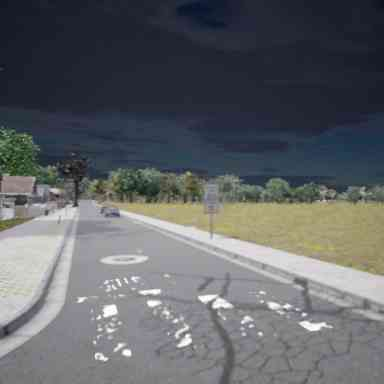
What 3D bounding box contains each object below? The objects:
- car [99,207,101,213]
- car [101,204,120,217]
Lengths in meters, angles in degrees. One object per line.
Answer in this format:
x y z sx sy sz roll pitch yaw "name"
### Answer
-14.361 2.859 55.810 1.837 1.490 4.892 0 -1 -18 "car"
-11.005 2.658 45.684 2.033 1.411 5.357 0 -1 -18 "car"
